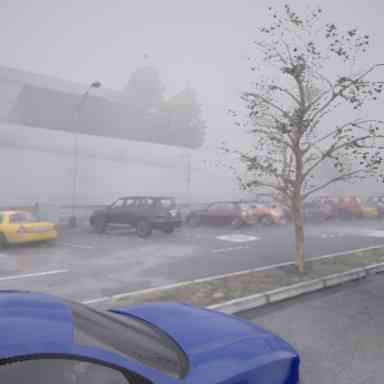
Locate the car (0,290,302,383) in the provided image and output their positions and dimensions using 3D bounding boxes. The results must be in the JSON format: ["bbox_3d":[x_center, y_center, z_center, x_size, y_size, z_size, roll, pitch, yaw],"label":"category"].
[{"bbox_3d":[-1.314,1.478,2.196,5.008,1.535,1.882,0,0,-36],"label":"car"}]

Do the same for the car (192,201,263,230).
[{"bbox_3d":[1.837,1.388,21.487,4.553,1.767,2.185,-1,-1,35],"label":"car"}]

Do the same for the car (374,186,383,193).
[{"bbox_3d":[39.587,-0.152,69.793,2.435,2.045,5.566,7,3,35],"label":"car"}]

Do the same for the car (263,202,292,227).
[{"bbox_3d":[4.233,1.402,23.271,4.553,1.767,2.185,-1,-1,34],"label":"car"}]

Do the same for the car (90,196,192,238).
[{"bbox_3d":[-3.103,1.247,18.036,5.566,2.045,2.435,-1,-1,35],"label":"car"}]

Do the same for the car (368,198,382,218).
[{"bbox_3d":[13.884,1.590,30.314,5.366,1.575,1.946,-1,-1,35],"label":"car"}]

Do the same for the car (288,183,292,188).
[{"bbox_3d":[25.748,-2.043,89.532,2.002,1.452,4.674,7,3,35],"label":"car"}]

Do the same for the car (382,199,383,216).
[{"bbox_3d":[16.490,1.649,31.942,4.674,1.452,2.002,-1,-1,35],"label":"car"}]

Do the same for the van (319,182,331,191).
[{"bbox_3d":[32.621,-1.217,79.544,1.878,1.987,4.442,7,3,35],"label":"van"}]

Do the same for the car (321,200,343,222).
[{"bbox_3d":[9.119,1.586,26.742,4.792,1.488,2.163,-1,-1,35],"label":"car"}]

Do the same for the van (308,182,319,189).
[{"bbox_3d":[30.893,-1.490,82.016,1.878,1.987,4.442,7,3,35],"label":"van"}]

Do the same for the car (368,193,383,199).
[{"bbox_3d":[18.918,1.376,33.700,5.566,2.045,2.435,-1,-1,35],"label":"car"}]

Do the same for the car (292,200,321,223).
[{"bbox_3d":[6.699,1.542,24.996,4.892,1.521,2.231,-1,-1,35],"label":"car"}]

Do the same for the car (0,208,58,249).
[{"bbox_3d":[-8.117,1.492,14.643,5.366,1.575,1.946,-1,-1,35],"label":"car"}]

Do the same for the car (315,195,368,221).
[{"bbox_3d":[11.565,1.323,28.488,5.566,2.045,2.435,-1,-1,35],"label":"car"}]

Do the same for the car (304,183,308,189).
[{"bbox_3d":[29.319,-1.537,84.747,1.946,1.575,5.366,7,3,35],"label":"car"}]

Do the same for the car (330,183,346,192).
[{"bbox_3d":[34.379,-0.718,77.180,2.231,1.521,4.892,7,3,35],"label":"car"}]
